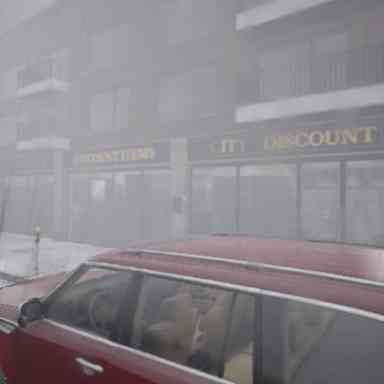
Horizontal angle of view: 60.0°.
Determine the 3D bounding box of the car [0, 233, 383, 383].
[{"bbox_3d":[-0.030,1.309,2.867,5.009,1.841,2.192,0,0,35],"label":"car"}]
